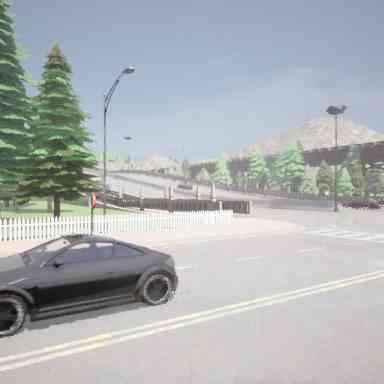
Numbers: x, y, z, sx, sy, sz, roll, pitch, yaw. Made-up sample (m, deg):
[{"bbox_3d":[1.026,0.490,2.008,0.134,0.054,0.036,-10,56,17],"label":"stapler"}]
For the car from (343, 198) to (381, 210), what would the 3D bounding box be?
[{"bbox_3d":[21.915,1.516,43.004,1.812,1.442,4.674,0,0,-34],"label":"car"}]

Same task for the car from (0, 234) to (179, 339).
[{"bbox_3d":[-2.357,1.564,6.568,4.181,1.385,1.994,0,0,-32],"label":"car"}]

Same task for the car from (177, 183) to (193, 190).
[{"bbox_3d":[-1.711,-1.379,78.277,2.128,1.511,4.902,0,7,-34],"label":"car"}]
